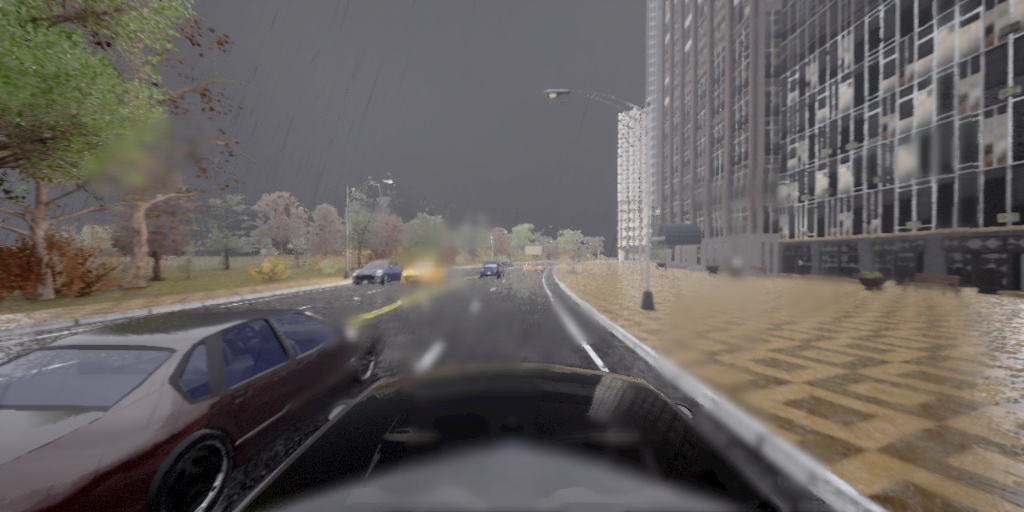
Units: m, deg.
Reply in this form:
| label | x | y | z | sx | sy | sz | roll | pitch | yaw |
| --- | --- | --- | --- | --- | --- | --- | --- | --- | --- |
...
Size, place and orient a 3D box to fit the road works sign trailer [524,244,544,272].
| label | x | y | z | sx | sy | sz | roll | pitch | yaw |
| --- | --- | --- | --- | --- | --- | --- | --- | --- | --- |
| road works sign trailer | 2.804 | 0.255 | 47.494 | 2.380 | 3.560 | 2.880 | 0 | 0 | 8 |

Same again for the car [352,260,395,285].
| label | x | y | z | sx | sy | sz | roll | pitch | yaw |
| --- | --- | --- | --- | --- | --- | --- | --- | --- | --- |
| car | -9.109 | 1.070 | 24.808 | 2.097 | 1.767 | 4.553 | 0 | 0 | 4 |

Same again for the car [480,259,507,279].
| label | x | y | z | sx | sy | sz | roll | pitch | yaw |
| --- | --- | --- | --- | --- | --- | --- | --- | --- | --- |
| car | -1.810 | 1.284 | 33.122 | 1.812 | 1.442 | 4.674 | 0 | 0 | 5 |

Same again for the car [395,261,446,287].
| label | x | y | z | sx | sy | sz | roll | pitch | yaw |
| --- | --- | --- | --- | --- | --- | --- | --- | --- | --- |
| car | -5.885 | 1.211 | 24.362 | 1.882 | 1.535 | 5.008 | 0 | 0 | 4 |

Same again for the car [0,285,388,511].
| label | x | y | z | sx | sy | sz | roll | pitch | yaw |
| --- | --- | --- | --- | --- | --- | --- | --- | --- | --- |
| car | -3.164 | 1.284 | 3.959 | 2.033 | 1.411 | 5.357 | 0 | 0 | 1 |
